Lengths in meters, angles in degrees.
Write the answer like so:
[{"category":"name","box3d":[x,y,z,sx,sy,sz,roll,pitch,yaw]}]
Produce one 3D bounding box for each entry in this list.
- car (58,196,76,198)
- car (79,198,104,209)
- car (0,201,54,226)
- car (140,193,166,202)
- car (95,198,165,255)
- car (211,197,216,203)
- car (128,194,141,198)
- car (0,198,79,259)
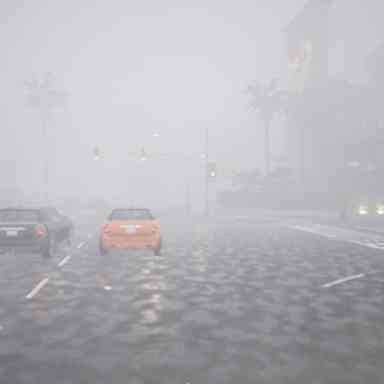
[{"category":"car","box3d":[-15.156,1.198,39.712,2.128,1.511,4.902,1,0,7]},{"category":"car","box3d":[-11.671,1.351,40.021,1.895,1.301,4.718,1,0,8]},{"category":"car","box3d":[-10.932,1.370,22.330,1.994,1.385,4.181,1,0,-8]},{"category":"car","box3d":[-6.147,1.302,56.139,1.812,1.442,4.674,1,0,30]},{"category":"car","box3d":[-2.355,1.288,13.148,2.097,1.767,4.553,1,0,-9]},{"category":"car","box3d":[6.132,1.453,65.076,5.357,1.411,2.033,1,0,-40]},{"category":"car","box3d":[-9.307,1.085,57.687,2.097,1.767,4.553,1,0,29]},{"category":"car","box3d":[-5.739,1.249,12.118,2.097,1.767,4.553,1,0,-9]}]
